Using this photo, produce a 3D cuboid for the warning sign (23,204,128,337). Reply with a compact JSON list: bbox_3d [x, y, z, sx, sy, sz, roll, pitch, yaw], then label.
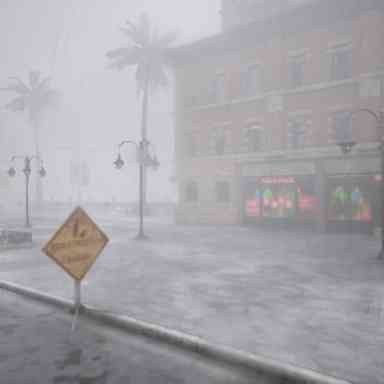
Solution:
[{"bbox_3d":[-1.934,1.159,5.616,1.060,1.860,1.300,-1,0,35],"label":"warning sign"}]
